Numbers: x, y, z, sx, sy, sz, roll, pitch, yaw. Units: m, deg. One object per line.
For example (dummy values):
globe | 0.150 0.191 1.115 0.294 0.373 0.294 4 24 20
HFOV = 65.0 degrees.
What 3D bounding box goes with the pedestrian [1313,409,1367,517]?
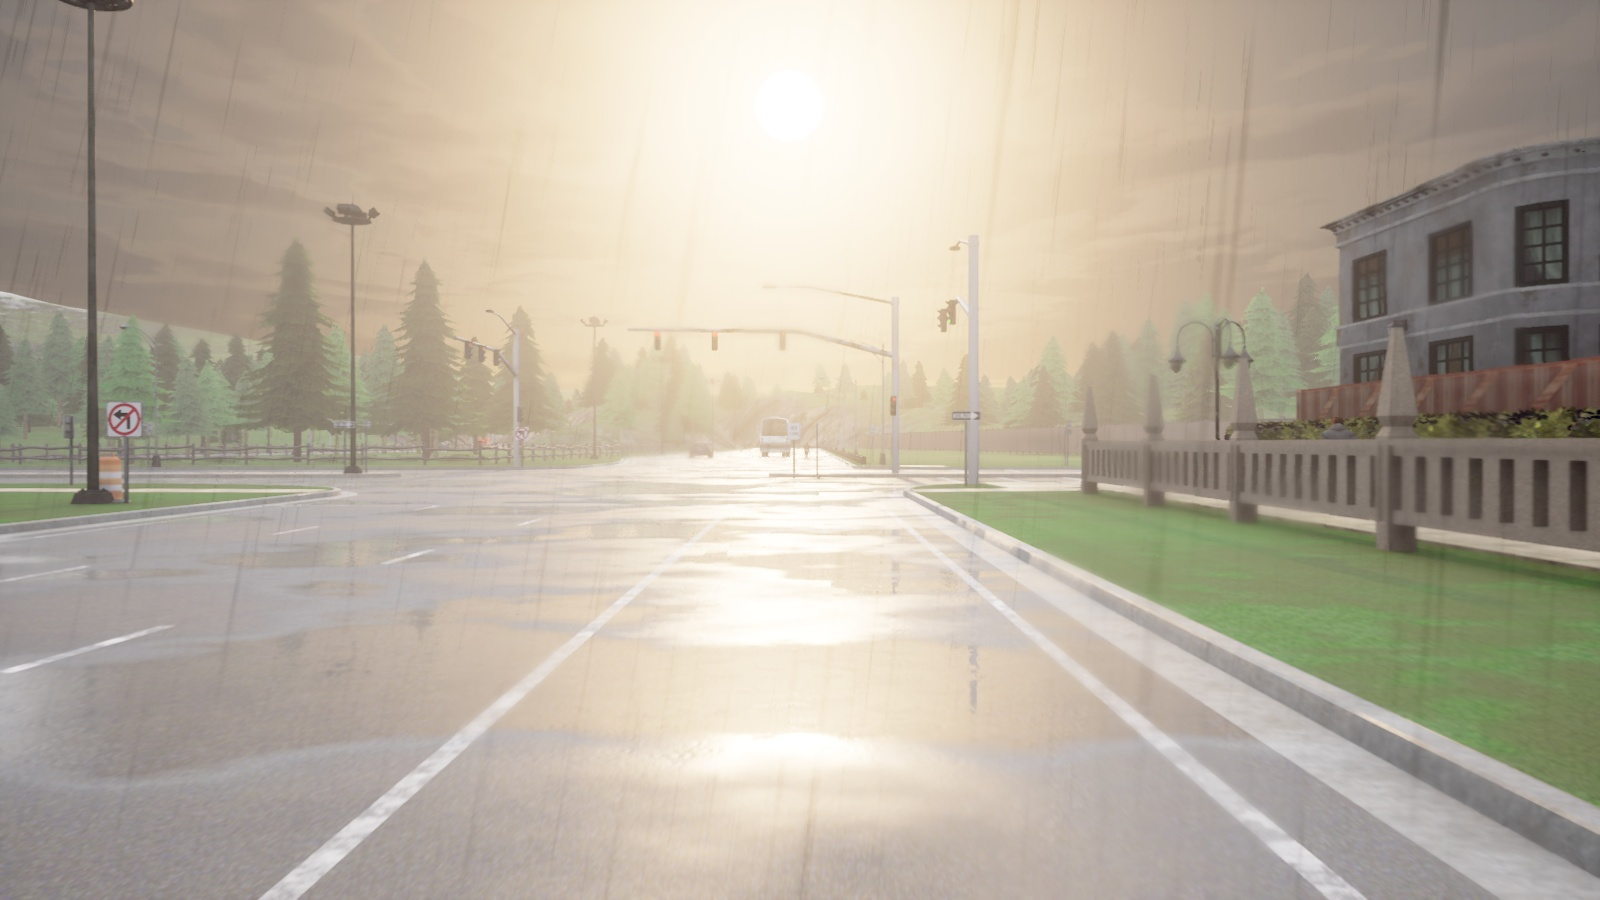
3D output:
pedestrian | 9.964 0.233 23.181 0.659 1.952 0.873 0 0 3
